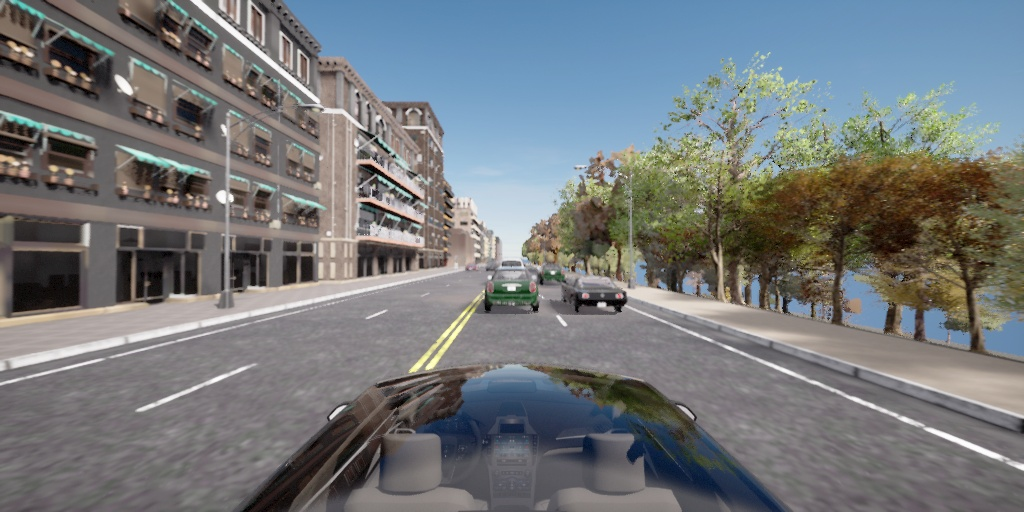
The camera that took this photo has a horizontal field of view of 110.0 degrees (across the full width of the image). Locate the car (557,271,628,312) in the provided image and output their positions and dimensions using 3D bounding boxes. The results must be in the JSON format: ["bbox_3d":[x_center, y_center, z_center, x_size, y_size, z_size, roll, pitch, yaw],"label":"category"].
[{"bbox_3d":[3.243,1.490,15.108,1.895,1.301,4.718,0,-1,0],"label":"car"}]

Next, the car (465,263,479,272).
[{"bbox_3d":[-6.662,1.879,59.623,1.812,1.442,4.674,0,-1,0],"label":"car"}]

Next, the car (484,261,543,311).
[{"bbox_3d":[-0.004,1.241,15.274,2.097,1.767,4.553,0,-1,0],"label":"car"}]

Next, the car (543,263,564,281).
[{"bbox_3d":[3.222,1.397,30.281,2.097,1.767,4.553,0,-1,0],"label":"car"}]

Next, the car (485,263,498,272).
[{"bbox_3d":[-3.410,1.855,59.201,1.837,1.490,4.892,0,-1,0],"label":"car"}]

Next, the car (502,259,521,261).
[{"bbox_3d":[-0.036,1.262,29.413,2.150,2.045,5.566,0,0,0],"label":"car"}]
